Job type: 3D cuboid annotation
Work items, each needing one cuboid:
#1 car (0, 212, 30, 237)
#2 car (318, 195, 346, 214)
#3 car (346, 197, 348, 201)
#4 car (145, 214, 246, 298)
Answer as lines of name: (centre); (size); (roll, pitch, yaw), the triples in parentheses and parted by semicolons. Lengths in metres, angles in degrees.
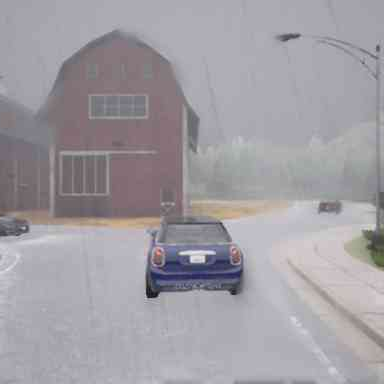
car: (-10.502, 1.513, 16.408); (4.892, 1.490, 1.837); (0, 0, 8)
car: (14.161, 1.395, 33.929); (1.882, 1.535, 5.008); (0, 0, 29)
car: (33.399, 1.428, 76.380); (4.902, 1.511, 2.128); (0, 0, -17)
car: (-0.104, 1.356, 8.747); (2.097, 1.767, 4.553); (0, 0, -6)
